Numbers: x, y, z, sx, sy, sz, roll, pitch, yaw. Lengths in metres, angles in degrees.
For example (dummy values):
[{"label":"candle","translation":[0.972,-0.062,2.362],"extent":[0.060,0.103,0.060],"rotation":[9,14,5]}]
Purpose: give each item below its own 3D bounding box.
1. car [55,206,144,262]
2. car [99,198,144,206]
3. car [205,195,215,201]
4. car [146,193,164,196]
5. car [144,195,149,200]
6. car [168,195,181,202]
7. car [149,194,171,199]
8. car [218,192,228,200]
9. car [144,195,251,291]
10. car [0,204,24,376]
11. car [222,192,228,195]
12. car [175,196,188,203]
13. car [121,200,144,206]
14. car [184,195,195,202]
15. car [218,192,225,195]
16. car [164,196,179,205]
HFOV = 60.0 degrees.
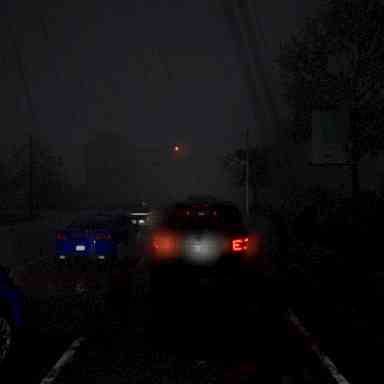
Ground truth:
[{"label":"car","translation":[-3.171,1.478,12.130],"extent":[1.882,1.535,5.008],"rotation":[0,0,2]},{"label":"car","translation":[-8.187,1.525,37.743],"extent":[4.674,1.442,1.812],"rotation":[0,0,-6]},{"label":"car","translation":[4.870,1.540,88.838],"extent":[2.033,1.411,5.357],"rotation":[0,0,11]},{"label":"car","translation":[-7.001,1.221,57.779],"extent":[2.150,2.045,5.566],"rotation":[0,0,7]},{"label":"car","translation":[-8.026,1.564,48.479],"extent":[1.994,1.385,4.181],"rotation":[0,0,6]},{"label":"car","translation":[-4.066,1.525,78.304],"extent":[2.128,1.511,4.902],"rotation":[0,0,9]},{"label":"car","translation":[-4.495,1.477,48.612],"extent":[1.882,1.535,5.008],"rotation":[0,0,6]},{"label":"car","translation":[8.382,1.093,88.590],"extent":[2.150,2.045,5.566],"rotation":[0,0,11]},{"label":"car","translation":[0.252,1.221,9.193],"extent":[2.150,2.045,5.566],"rotation":[0,0,1]},{"label":"car","translation":[-3.363,1.221,2.145],"extent":[2.150,2.045,5.566],"rotation":[0,0,0]},{"label":"car","translation":[6.596,1.350,78.424],"extent":[2.097,1.767,4.553],"rotation":[0,0,10]},{"label":"car","translation":[-2.111,1.564,67.862],"extent":[1.994,1.385,4.181],"rotation":[0,0,9]},{"label":"car","translation":[-2.810,1.491,21.622],"extent":[2.128,1.511,4.902],"rotation":[0,0,2]},{"label":"car","translation":[-0.550,1.478,78.121],"extent":[1.882,1.535,5.008],"rotation":[0,0,9]},{"label":"car","translation":[0.593,1.221,19.525],"extent":[2.150,2.045,5.566],"rotation":[0,0,2]},{"label":"car","translation":[-3.460,1.526,57.872],"extent":[1.812,1.442,4.674],"rotation":[0,0,7]}]
